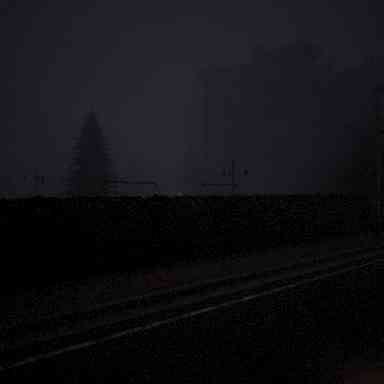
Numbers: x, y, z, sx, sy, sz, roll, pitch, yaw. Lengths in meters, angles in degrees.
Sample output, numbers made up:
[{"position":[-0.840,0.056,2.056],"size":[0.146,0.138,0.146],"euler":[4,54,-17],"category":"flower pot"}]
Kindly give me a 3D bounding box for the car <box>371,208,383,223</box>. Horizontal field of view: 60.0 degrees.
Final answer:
[{"position":[11.256,1.337,24.144],"size":[2.097,1.767,4.553],"euler":[0,0,-38],"category":"car"}]

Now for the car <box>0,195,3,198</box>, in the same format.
[{"position":[-40.344,1.374,67.378],"size":[3.633,1.501,1.845],"euler":[0,0,-38],"category":"car"}]
